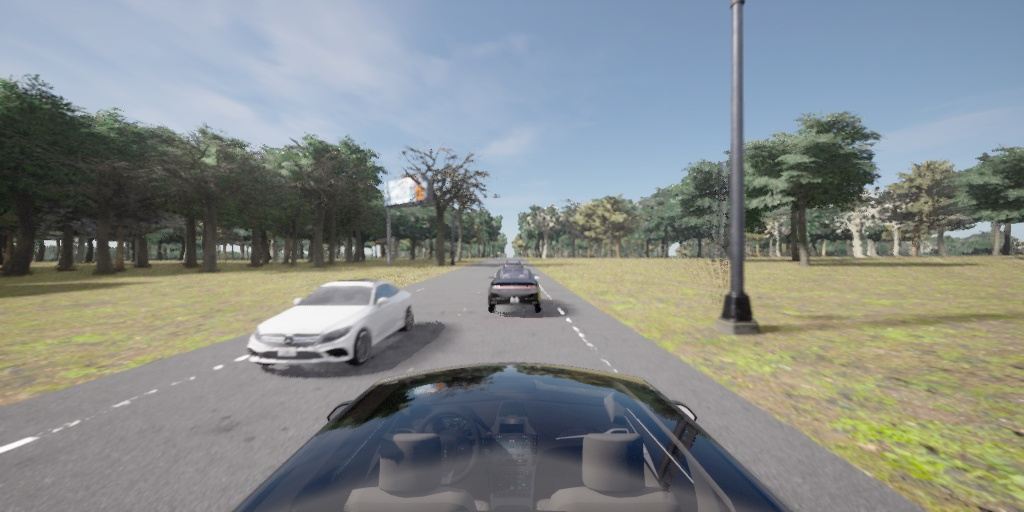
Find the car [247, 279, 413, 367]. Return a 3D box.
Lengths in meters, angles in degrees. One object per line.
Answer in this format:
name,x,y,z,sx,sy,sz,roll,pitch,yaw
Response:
car,-3.577,1.270,8.055,1.812,1.442,4.674,0,0,0

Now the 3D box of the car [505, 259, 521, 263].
car,0.104,1.040,34.042,2.128,1.511,4.902,0,1,0

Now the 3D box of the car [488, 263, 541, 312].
car,0.089,1.217,14.000,2.128,1.511,4.902,0,0,0
